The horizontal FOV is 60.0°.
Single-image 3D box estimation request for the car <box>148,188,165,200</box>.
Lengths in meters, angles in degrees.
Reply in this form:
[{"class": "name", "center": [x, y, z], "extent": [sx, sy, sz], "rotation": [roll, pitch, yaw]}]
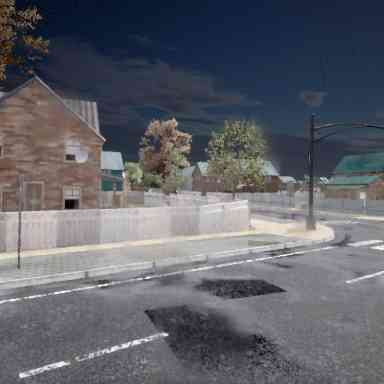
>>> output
[{"class": "car", "center": [-6.664, 0.335, 61.598], "extent": [2.150, 2.045, 5.566], "rotation": [1, 1, -21]}]
